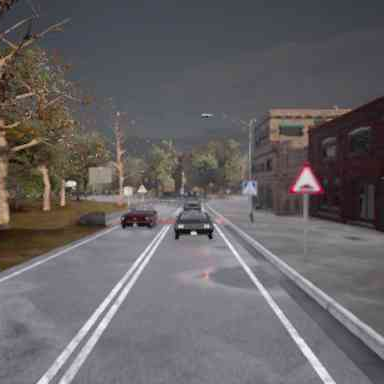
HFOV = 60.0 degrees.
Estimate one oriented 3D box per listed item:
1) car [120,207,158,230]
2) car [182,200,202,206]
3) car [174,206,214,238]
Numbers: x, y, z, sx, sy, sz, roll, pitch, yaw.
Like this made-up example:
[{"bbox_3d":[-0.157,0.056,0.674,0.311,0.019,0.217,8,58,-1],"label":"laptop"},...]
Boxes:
[{"bbox_3d":[-3.376,1.656,21.899,1.895,1.301,4.718,0,0,0],"label":"car"},{"bbox_3d":[0.032,1.597,35.655,1.837,1.490,4.892,0,0,0],"label":"car"},{"bbox_3d":[0.083,1.638,17.714,1.895,1.301,4.718,0,0,0],"label":"car"}]
